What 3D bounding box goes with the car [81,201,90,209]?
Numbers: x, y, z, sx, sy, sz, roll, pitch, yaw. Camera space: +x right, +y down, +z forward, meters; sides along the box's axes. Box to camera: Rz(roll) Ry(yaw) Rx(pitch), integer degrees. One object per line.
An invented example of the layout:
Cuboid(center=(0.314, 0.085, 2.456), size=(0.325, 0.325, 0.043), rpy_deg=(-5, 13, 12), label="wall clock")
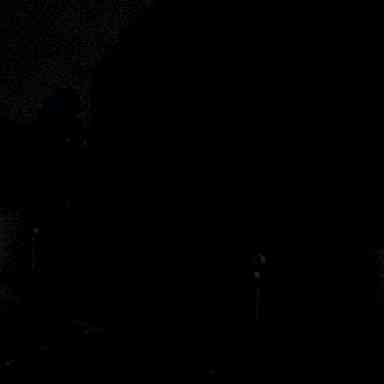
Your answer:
Cuboid(center=(-11.485, 1.364, 41.304), size=(1.812, 1.442, 4.674), rpy_deg=(1, 1, 36), label="car")
